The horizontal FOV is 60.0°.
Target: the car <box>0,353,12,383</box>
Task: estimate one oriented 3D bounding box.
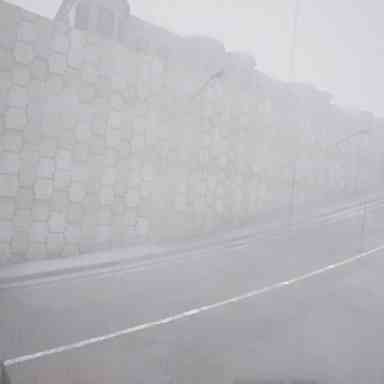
[{"bbox_3d":[-3.512,1.492,1.582,4.674,1.442,1.812,2,-1,-34],"label":"car"}]
